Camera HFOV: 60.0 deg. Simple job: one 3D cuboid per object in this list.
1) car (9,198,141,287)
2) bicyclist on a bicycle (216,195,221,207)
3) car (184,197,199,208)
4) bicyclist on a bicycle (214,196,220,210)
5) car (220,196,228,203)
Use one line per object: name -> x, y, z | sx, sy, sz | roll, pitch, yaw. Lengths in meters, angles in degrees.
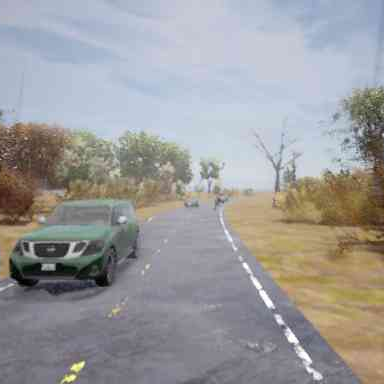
car -> -2.943, 1.229, 9.752 | 2.150, 2.045, 5.566 | 0, 0, 1
bicyclist on a bicycle -> 4.172, 1.441, 52.162 | 0.659, 1.776, 1.843 | 0, 0, 7
car -> -0.051, 1.553, 49.749 | 2.128, 1.511, 4.902 | 0, 0, 7
bicyclist on a bicycle -> 3.024, 1.507, 42.050 | 0.582, 1.620, 1.656 | 0, 0, 6
car -> 6.002, 1.698, 70.454 | 1.895, 1.301, 4.718 | 0, 0, 10
